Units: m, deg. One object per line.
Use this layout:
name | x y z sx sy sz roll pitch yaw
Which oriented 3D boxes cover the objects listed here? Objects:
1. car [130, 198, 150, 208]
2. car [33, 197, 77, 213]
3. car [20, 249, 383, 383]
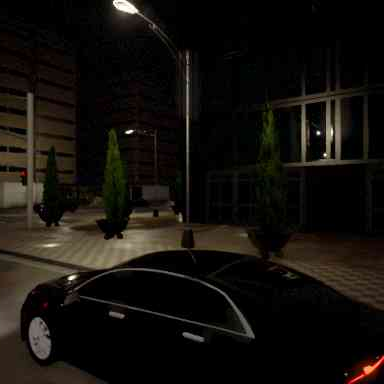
car | -7.924 1.573 46.652 1.812 1.442 4.674 0 0 35
car | -15.049 1.399 36.571 2.097 1.767 4.553 0 0 35
car | -0.249 1.504 4.169 4.892 1.490 1.837 0 0 36
